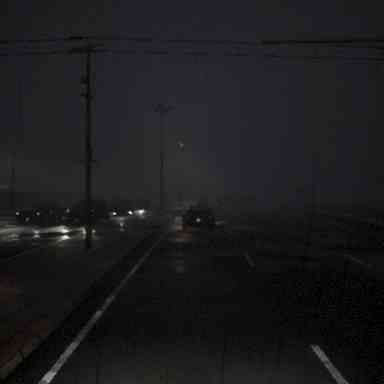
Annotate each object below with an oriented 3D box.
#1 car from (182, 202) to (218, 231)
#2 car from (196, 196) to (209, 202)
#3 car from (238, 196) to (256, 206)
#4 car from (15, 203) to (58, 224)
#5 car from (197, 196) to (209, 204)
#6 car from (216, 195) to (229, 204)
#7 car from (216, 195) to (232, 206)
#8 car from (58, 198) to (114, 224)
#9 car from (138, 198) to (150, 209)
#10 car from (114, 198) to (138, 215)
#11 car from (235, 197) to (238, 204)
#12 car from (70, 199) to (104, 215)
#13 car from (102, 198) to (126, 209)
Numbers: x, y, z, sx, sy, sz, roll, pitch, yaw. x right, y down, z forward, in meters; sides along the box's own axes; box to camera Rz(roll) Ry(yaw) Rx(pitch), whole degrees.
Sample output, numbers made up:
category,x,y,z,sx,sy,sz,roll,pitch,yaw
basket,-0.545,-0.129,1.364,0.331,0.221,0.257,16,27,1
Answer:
category,x,y,z,sx,sy,sz,roll,pitch,yaw
car,0.438,1.519,20.558,1.994,1.385,4.181,0,0,2
car,1.647,1.435,51.426,2.033,1.411,5.357,0,0,2
car,8.642,1.372,51.168,1.882,1.535,5.008,0,0,2
car,-10.967,1.537,24.589,1.895,1.301,4.718,0,0,3
car,2.048,1.429,61.901,1.994,1.385,4.181,0,0,2
car,5.547,1.359,61.796,2.128,1.511,4.902,0,0,2
car,5.147,1.396,51.371,1.837,1.490,4.892,0,0,2
car,-7.491,1.292,24.124,2.097,1.767,4.553,0,0,3
car,-6.680,1.500,43.245,1.895,1.301,4.718,0,0,2
car,-7.074,1.398,33.163,1.882,1.535,5.008,0,0,2
car,9.044,1.435,61.654,1.994,1.385,4.181,0,0,2
car,-10.556,1.442,33.706,1.812,1.442,4.674,0,0,2
car,-10.167,1.496,43.638,1.895,1.301,4.718,0,0,2
